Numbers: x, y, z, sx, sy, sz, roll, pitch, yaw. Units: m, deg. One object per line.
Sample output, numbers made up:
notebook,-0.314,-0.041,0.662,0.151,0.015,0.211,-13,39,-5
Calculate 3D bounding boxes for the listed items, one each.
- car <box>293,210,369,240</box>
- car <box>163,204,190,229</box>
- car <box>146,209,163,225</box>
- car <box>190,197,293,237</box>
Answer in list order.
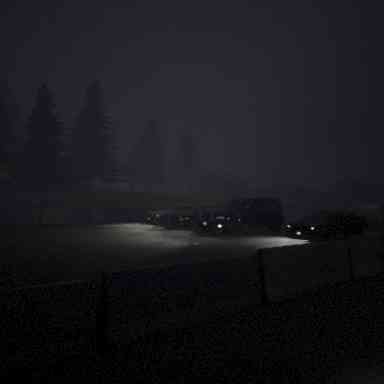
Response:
car,7.400,1.660,17.863,5.357,1.411,2.033,1,0,-35
car,0.896,1.562,21.821,5.008,1.535,1.882,1,0,-35
car,-1.112,1.610,24.688,4.674,1.442,1.812,1,0,-35
car,2.924,1.305,18.969,5.566,2.045,2.150,1,0,-35
